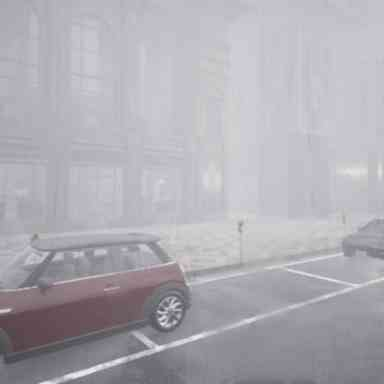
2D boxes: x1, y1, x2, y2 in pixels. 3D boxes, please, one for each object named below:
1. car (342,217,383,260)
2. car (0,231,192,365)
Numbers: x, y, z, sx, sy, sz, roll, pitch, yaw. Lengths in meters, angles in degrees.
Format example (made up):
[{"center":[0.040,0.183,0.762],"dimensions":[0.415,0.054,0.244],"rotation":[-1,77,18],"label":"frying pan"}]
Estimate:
[{"center":[7.093,1.572,11.708],"dimensions":[4.313,1.339,1.947],"rotation":[0,0,-36],"label":"car"},{"center":[-2.082,1.441,5.160],"dimensions":[4.097,1.590,1.967],"rotation":[0,0,-36],"label":"car"}]
